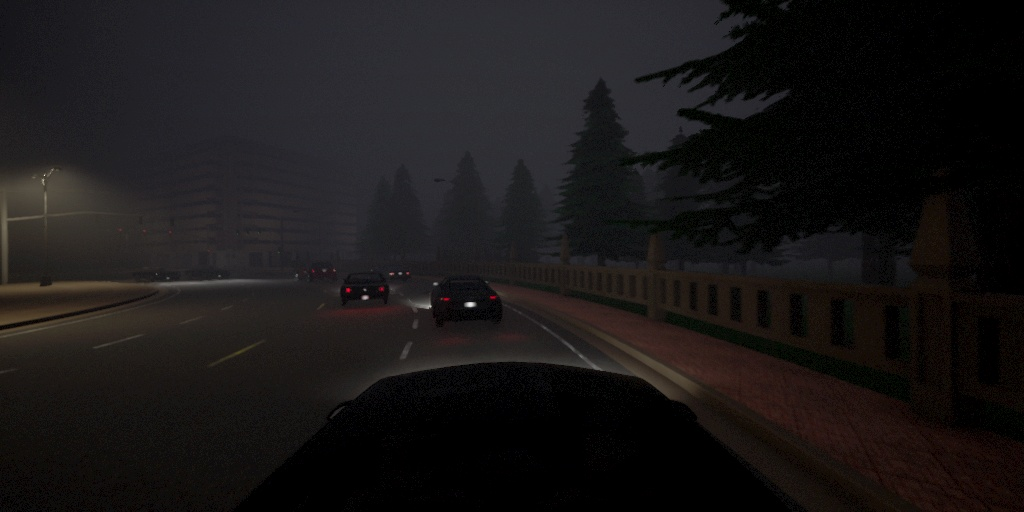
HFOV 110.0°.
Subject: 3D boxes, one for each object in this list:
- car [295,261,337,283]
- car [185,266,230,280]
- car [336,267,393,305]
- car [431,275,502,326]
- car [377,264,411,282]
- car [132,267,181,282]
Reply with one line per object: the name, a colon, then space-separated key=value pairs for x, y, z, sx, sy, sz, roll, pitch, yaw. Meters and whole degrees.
car: x=-16.591 y=1.227 z=30.275 sx=4.553 sy=1.767 sz=2.097 roll=-1 pitch=0 yaw=44
car: x=-29.470 y=1.602 z=34.761 sx=4.718 sy=1.301 sz=1.895 roll=-1 pitch=0 yaw=28
car: x=-6.768 y=1.397 z=16.549 sx=1.895 sy=1.301 sz=4.718 roll=-1 pitch=0 yaw=-22
car: x=-1.624 y=1.315 z=11.849 sx=1.994 sy=1.385 sz=4.181 roll=-1 pitch=0 yaw=-14
car: x=-9.834 y=1.356 z=28.386 sx=2.033 sy=1.411 sz=5.357 roll=-1 pitch=0 yaw=-39
car: x=-31.629 y=1.628 z=31.945 sx=4.718 sy=1.301 sz=1.895 roll=-1 pitch=0 yaw=27
